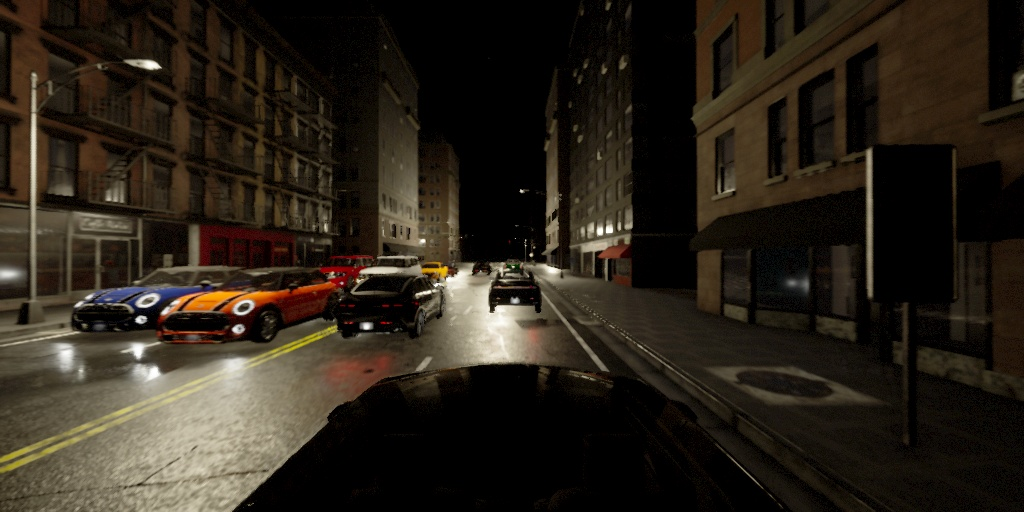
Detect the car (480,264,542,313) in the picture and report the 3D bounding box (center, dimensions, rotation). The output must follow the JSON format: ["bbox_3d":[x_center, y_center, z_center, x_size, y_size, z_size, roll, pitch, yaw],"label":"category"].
[{"bbox_3d":[0.104,1.251,14.129,2.128,1.511,4.902,0,0,0],"label":"car"}]

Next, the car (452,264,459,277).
[{"bbox_3d":[-6.489,1.341,35.644,1.994,1.385,4.181,0,0,0],"label":"car"}]

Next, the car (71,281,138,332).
[{"bbox_3d":[-9.838,1.110,10.796,2.097,1.767,4.553,0,0,0],"label":"car"}]

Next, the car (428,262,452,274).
[{"bbox_3d":[-6.491,1.256,29.443,1.882,1.535,5.008,0,0,0],"label":"car"}]

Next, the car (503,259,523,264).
[{"bbox_3d":[0.112,1.127,37.402,2.097,1.767,4.553,0,0,0],"label":"car"}]

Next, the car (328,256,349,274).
[{"bbox_3d":[-9.830,0.987,21.293,2.150,2.045,5.566,0,0,0],"label":"car"}]

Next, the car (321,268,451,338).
[{"bbox_3d":[-3.147,1.262,10.181,1.837,1.490,4.892,0,0,0],"label":"car"}]

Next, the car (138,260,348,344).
[{"bbox_3d":[-6.589,1.108,9.641,2.097,1.767,4.553,0,0,0],"label":"car"}]

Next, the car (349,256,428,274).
[{"bbox_3d":[-6.583,0.987,19.937,2.150,2.045,5.566,0,0,0],"label":"car"}]

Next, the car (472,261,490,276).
[{"bbox_3d":[-3.138,1.282,38.453,1.837,1.490,4.892,0,0,0],"label":"car"}]
